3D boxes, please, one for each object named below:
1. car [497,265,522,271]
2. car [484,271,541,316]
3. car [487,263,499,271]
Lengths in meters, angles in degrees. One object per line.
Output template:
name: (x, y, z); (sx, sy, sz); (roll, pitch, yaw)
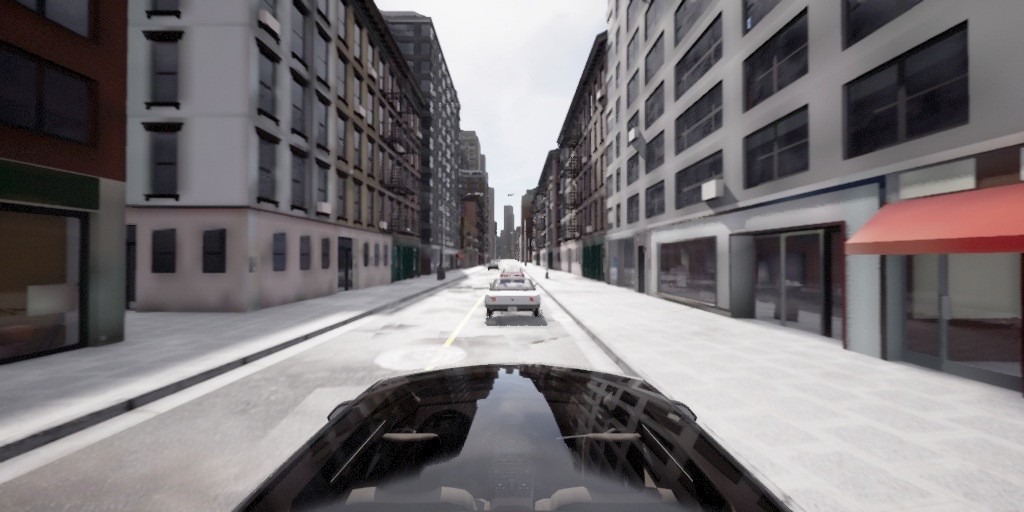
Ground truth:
car: (0.038, 1.545, 28.736); (1.895, 1.301, 4.718); (0, 0, 0)
car: (0.039, 1.437, 13.733); (1.895, 1.301, 4.718); (0, 0, 0)
car: (-3.058, 1.765, 59.542); (1.895, 1.301, 4.718); (0, 0, 1)
